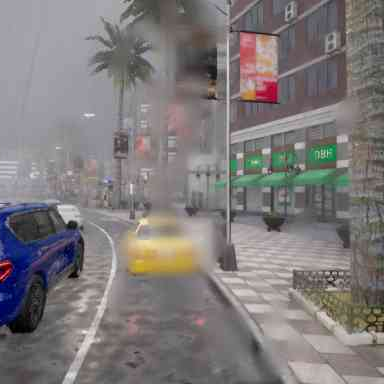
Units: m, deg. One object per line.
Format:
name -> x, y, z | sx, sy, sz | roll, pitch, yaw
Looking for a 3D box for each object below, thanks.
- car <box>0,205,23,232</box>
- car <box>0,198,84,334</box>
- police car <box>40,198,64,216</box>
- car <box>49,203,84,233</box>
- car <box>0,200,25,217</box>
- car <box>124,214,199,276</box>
car -> -11.599, 1.554, 20.436 | 1.994, 1.385, 4.181 | 0, 0, -24
car -> -3.742, 1.221, 6.736 | 2.150, 2.045, 5.566 | 0, 0, -7
police car -> -14.142, 1.414, 33.440 | 1.930, 1.638, 5.238 | 0, 0, -27
car -> -7.833, 1.520, 20.543 | 1.812, 1.442, 4.674 | 0, 0, -23
car -> -17.374, 1.549, 32.308 | 1.994, 1.385, 4.181 | 0, 0, -27
car -> -1.121, 1.456, 10.384 | 1.801, 1.575, 5.366 | 0, 0, -11
